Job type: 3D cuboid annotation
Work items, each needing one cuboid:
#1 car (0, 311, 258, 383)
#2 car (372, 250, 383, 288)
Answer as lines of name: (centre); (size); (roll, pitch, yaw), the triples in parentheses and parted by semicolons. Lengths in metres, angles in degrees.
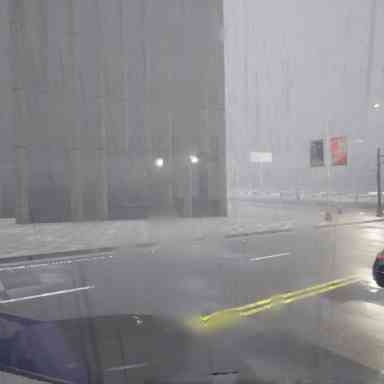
car: (-1.966, 1.548, 2.007); (5.357, 1.411, 2.033); (0, 0, -35)
car: (6.163, 1.559, 7.917); (4.181, 1.385, 1.994); (0, 0, -35)
